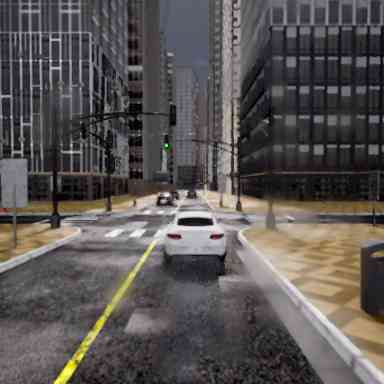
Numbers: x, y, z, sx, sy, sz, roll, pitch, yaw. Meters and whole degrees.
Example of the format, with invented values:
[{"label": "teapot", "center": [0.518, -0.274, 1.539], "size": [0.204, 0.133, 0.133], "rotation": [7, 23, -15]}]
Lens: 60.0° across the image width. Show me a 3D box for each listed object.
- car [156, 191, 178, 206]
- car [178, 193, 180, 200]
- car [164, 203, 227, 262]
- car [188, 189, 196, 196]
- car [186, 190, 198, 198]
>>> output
[{"label": "car", "center": [-3.092, 0.817, 38.589], "size": [2.128, 1.511, 4.902], "rotation": [0, 1, 0]}, {"label": "car", "center": [-3.055, 0.551, 55.398], "size": [1.837, 1.490, 4.892], "rotation": [0, 1, 0]}, {"label": "car", "center": [0.101, 1.324, 11.207], "size": [1.812, 1.442, 4.674], "rotation": [0, 1, 0]}, {"label": "car", "center": [0.005, 0.169, 76.273], "size": [1.882, 1.535, 5.008], "rotation": [0, 1, 0]}, {"label": "car", "center": [0.004, 0.379, 65.858], "size": [1.837, 1.490, 4.892], "rotation": [0, 1, 0]}]
